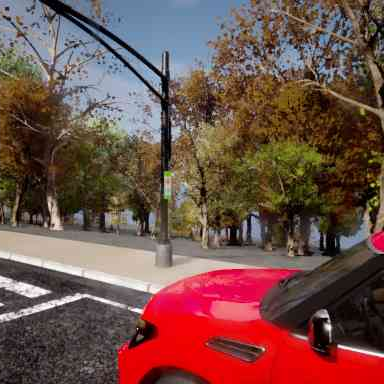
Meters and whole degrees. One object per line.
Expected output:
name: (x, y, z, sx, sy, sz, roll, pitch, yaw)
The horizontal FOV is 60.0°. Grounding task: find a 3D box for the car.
car: (2.005, 1.222, 2.283, 5.566, 2.045, 2.150, 0, 0, 34)
